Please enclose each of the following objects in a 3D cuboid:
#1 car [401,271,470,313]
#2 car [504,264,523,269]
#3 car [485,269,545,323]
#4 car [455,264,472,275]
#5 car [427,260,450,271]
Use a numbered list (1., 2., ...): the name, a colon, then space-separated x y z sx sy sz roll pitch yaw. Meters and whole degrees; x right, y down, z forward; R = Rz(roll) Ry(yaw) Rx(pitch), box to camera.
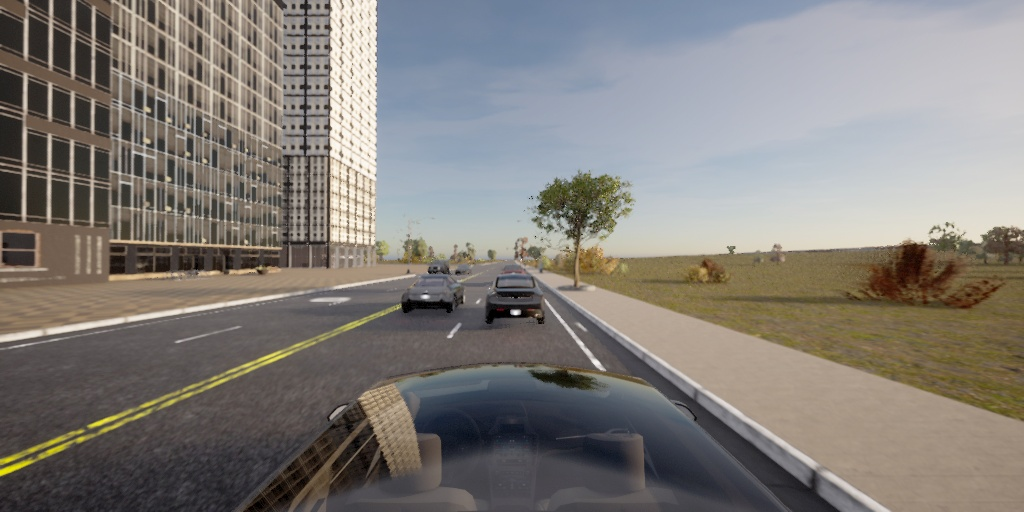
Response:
1. car: -3.143 1.482 15.015 1.994 1.385 4.181 0 -1 0
2. car: 0.111 1.461 30.286 2.097 1.767 4.553 0 -1 0
3. car: 0.107 1.394 12.719 1.837 1.490 4.892 0 -1 0
4. car: -6.533 1.848 48.683 1.837 1.490 4.892 0 -1 1
5. car: -9.785 1.562 48.453 2.150 2.045 5.566 0 -1 1
